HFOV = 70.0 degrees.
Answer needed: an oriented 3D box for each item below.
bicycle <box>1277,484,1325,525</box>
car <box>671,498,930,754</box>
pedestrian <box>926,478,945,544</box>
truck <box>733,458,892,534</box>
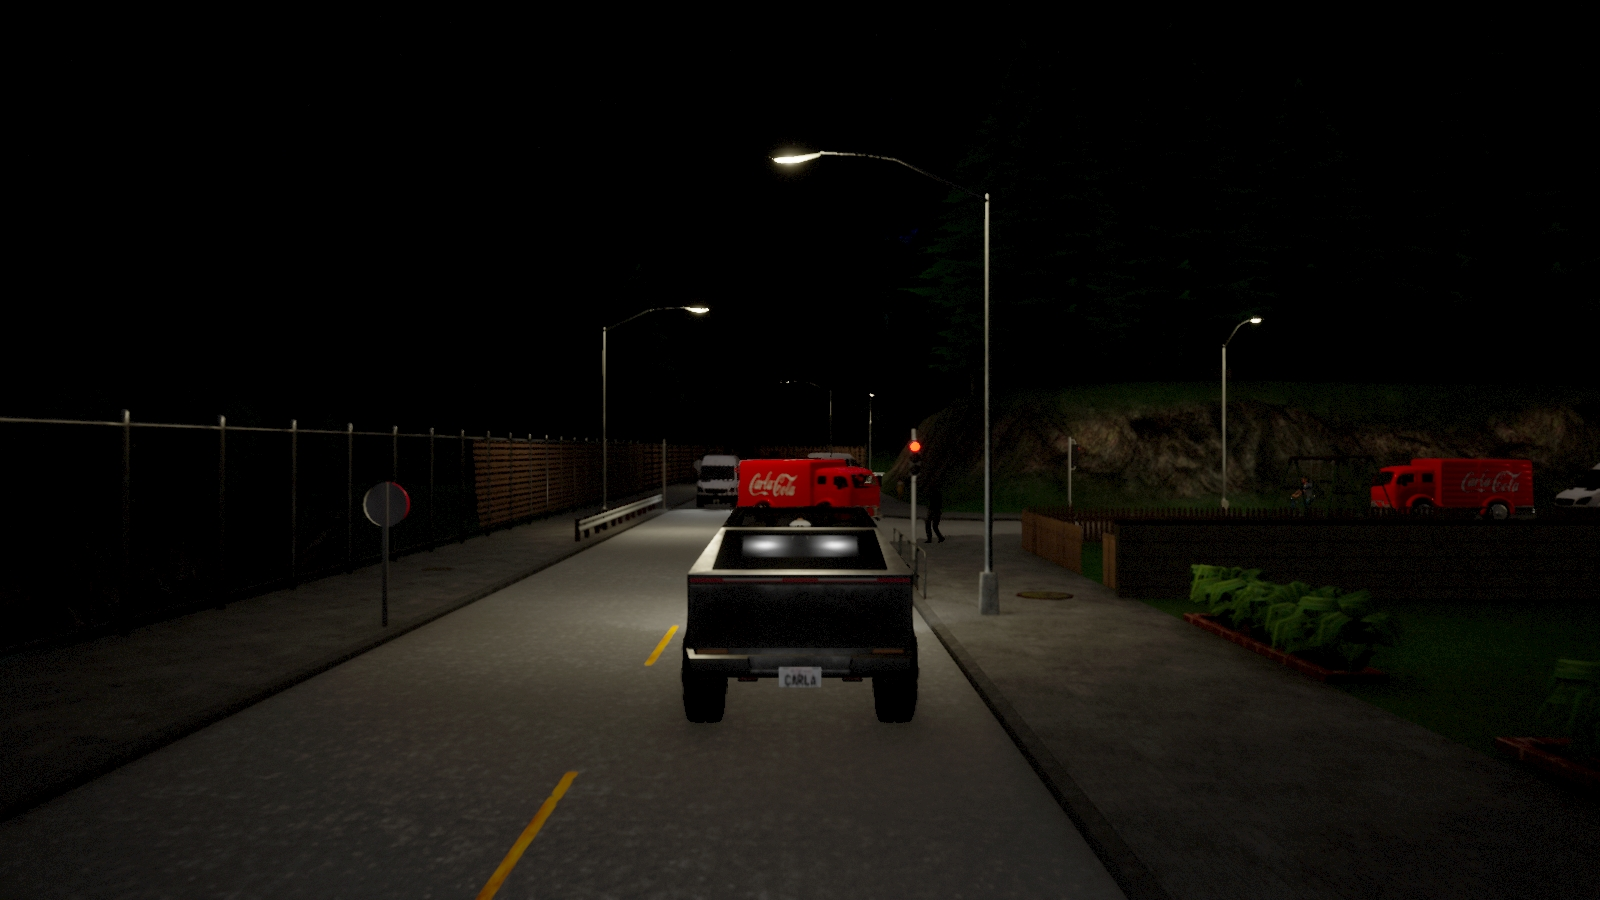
[{"bbox_3d":[18.925,2.056,43.184,1.643,1.496,0.373,0,0,0],"label":"bicycle"},{"bbox_3d":[0.001,1.754,13.680,2.390,2.098,6.274,0,0,0],"label":"car"},{"bbox_3d":[3.881,1.745,32.750,0.375,1.860,0.375,0,0,-33],"label":"pedestrian"},{"bbox_3d":[0.401,1.566,41.067,5.204,2.467,2.627,0,1,40],"label":"truck"}]
